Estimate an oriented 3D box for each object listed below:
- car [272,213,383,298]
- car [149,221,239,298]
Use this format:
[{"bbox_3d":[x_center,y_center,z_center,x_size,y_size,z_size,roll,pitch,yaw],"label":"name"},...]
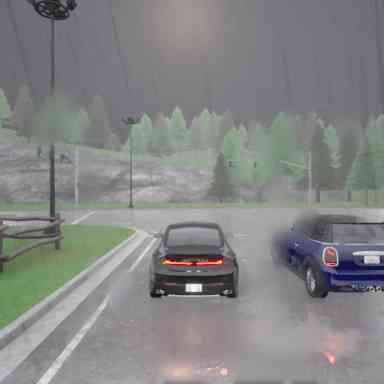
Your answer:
[{"bbox_3d":[3.552,1.352,8.667,2.097,1.767,4.553,0,0,0],"label":"car"},{"bbox_3d":[0.051,1.505,8.502,1.837,1.490,4.892,0,0,0],"label":"car"}]
